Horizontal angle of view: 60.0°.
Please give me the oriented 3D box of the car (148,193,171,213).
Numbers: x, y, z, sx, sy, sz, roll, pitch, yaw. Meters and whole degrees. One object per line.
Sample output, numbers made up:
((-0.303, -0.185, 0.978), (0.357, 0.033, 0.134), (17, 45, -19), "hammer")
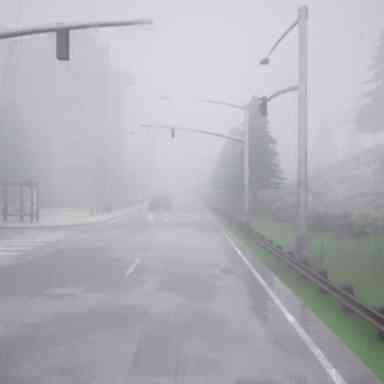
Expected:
((-3.508, 1.164, 37.016), (2.150, 2.045, 5.566), (0, 0, 0), "car")
